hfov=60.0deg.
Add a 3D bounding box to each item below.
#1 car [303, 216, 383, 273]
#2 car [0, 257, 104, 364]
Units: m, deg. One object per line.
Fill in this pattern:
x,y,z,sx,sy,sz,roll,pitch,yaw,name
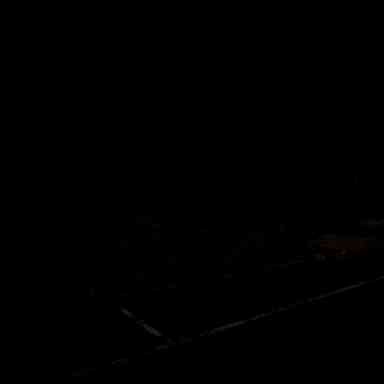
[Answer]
5.512,1.483,10.582,4.829,1.417,1.752,0,0,-36,car
-3.284,1.583,4.306,4.206,1.307,1.802,0,0,-36,car
